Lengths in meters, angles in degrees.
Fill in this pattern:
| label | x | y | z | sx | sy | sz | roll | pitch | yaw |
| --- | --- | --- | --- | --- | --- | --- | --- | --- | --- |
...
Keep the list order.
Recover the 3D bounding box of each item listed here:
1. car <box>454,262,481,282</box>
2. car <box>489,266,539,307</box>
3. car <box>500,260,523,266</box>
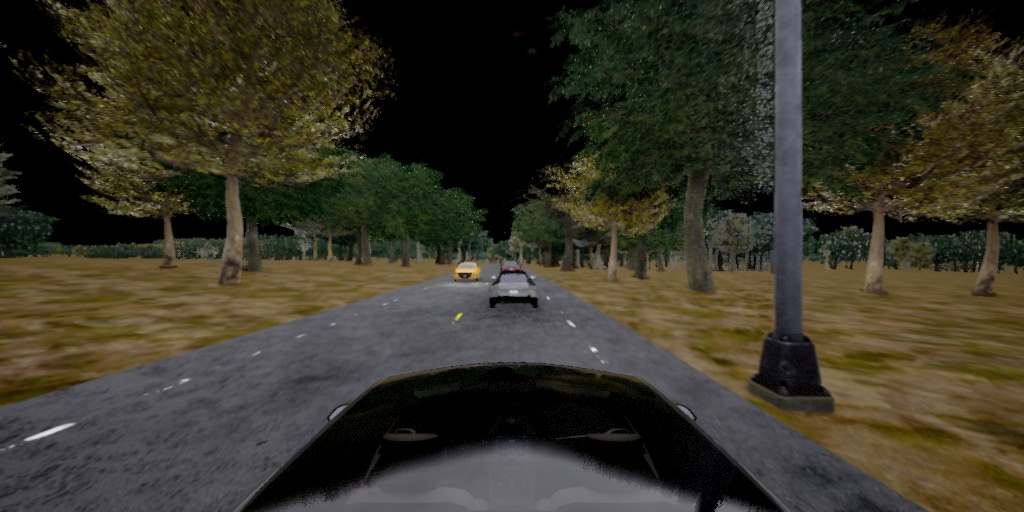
| label | x | y | z | sx | sy | sz | roll | pitch | yaw |
| --- | --- | --- | --- | --- | --- | --- | --- | --- | --- |
| car | -3.636 | 1.265 | 29.962 | 1.882 | 1.535 | 5.008 | 0 | 0 | -1 |
| car | 0.061 | 1.321 | 15.463 | 1.994 | 1.385 | 4.181 | 0 | 0 | 0 |
| car | -0.073 | 1.147 | 33.655 | 2.097 | 1.767 | 4.553 | 0 | 0 | -1 |
